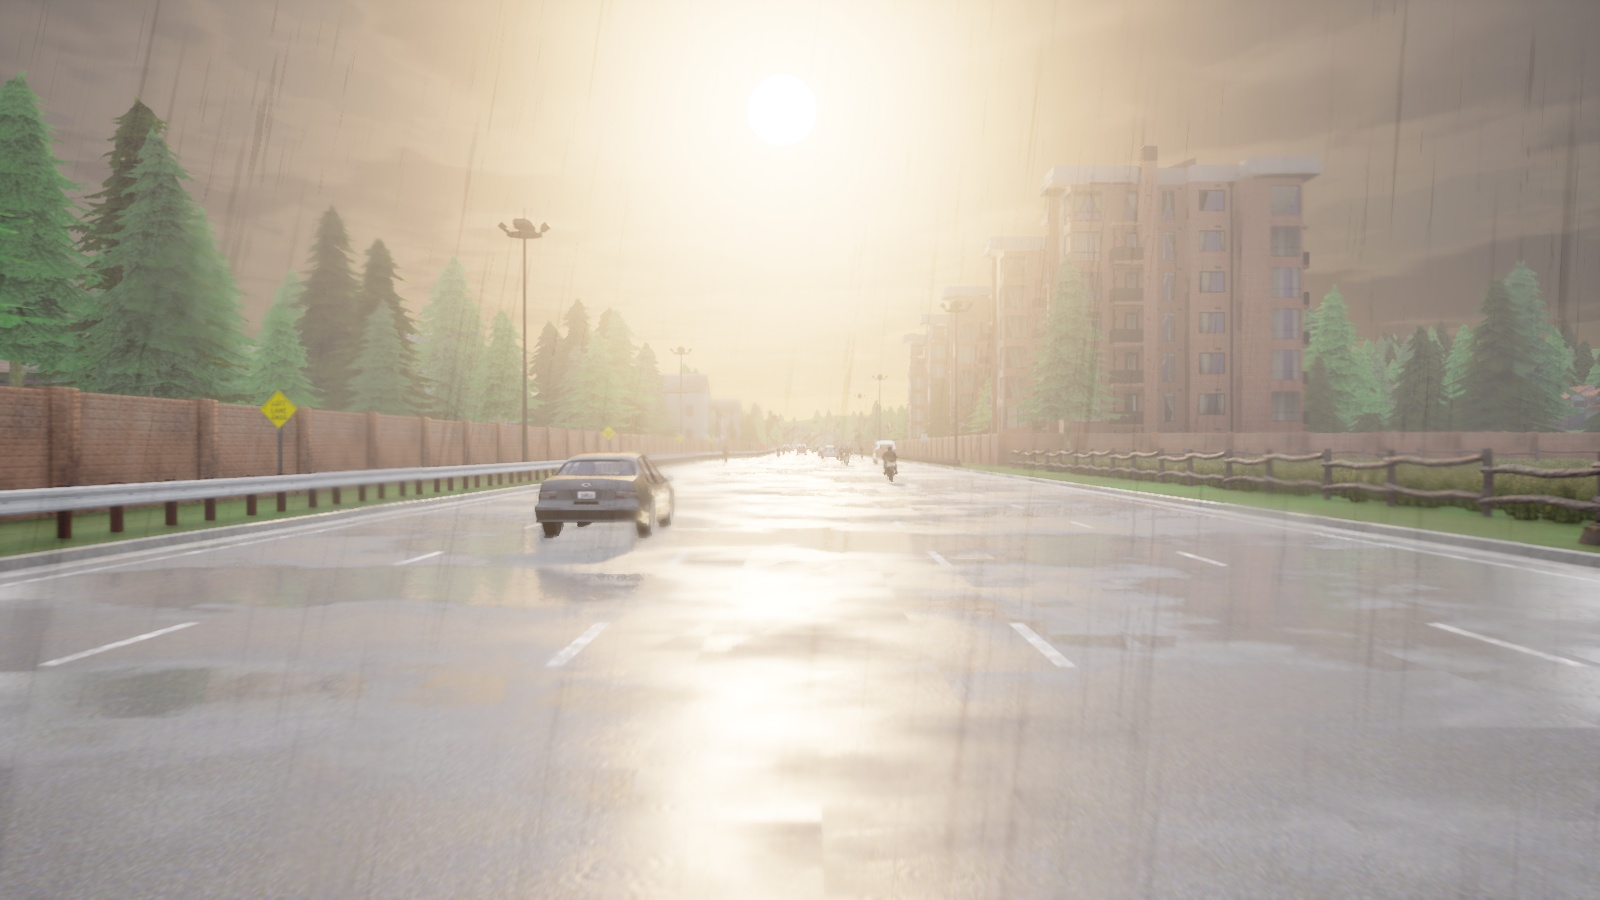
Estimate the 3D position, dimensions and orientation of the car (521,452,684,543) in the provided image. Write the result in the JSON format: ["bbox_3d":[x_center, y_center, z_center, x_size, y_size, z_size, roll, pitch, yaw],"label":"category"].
[{"bbox_3d":[-3.356,0.746,22.441,2.033,1.411,5.357,0,0,0],"label":"car"}]

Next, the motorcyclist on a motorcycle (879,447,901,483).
[{"bbox_3d":[3.817,0.623,53.247,0.797,1.523,2.044,0,0,0],"label":"motorcyclist on a motorcycle"}]
